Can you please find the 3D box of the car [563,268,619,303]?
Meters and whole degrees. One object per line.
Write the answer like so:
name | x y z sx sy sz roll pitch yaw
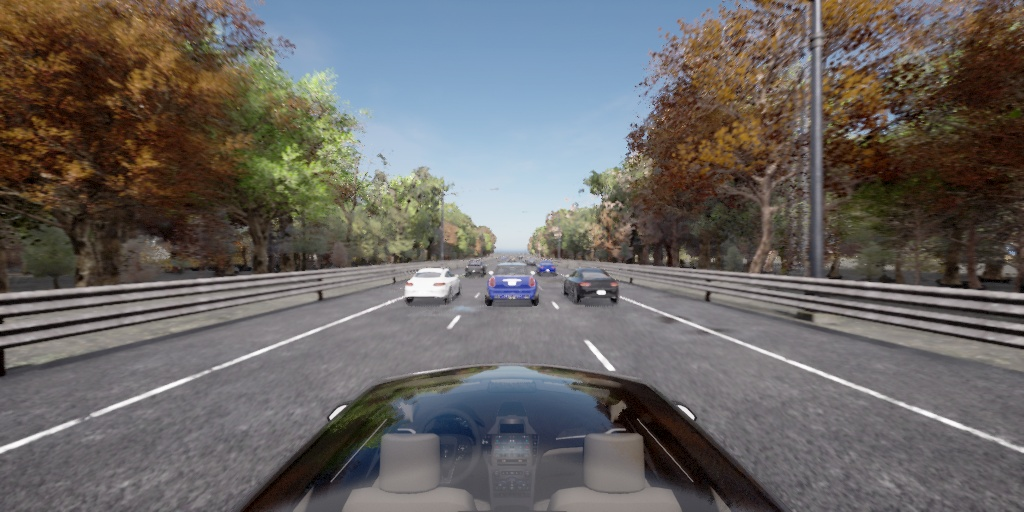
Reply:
car | 3.502 1.268 16.359 1.812 1.442 4.674 0 0 0

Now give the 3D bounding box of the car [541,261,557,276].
car | 3.507 1.247 37.426 1.812 1.442 4.674 0 0 0

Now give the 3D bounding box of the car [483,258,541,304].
car | 0.004 1.094 16.262 2.097 1.767 4.553 0 0 0

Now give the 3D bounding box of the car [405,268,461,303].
car | -3.497 1.269 16.361 1.812 1.442 4.674 0 0 0

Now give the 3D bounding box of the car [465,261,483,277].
car | -3.494 1.216 35.436 2.128 1.511 4.902 0 0 0
